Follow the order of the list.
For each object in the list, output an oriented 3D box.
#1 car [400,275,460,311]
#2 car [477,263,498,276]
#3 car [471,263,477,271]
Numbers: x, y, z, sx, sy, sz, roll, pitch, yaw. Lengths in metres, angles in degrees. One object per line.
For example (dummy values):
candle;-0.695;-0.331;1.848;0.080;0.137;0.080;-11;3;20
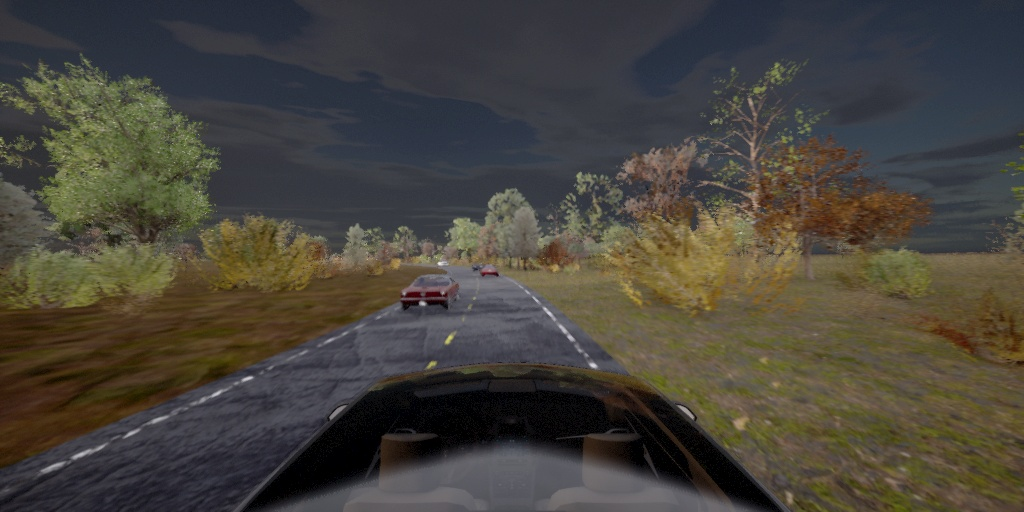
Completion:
car;-3.418;1.504;15.597;1.895;1.301;4.718;-1;0;-3
car;-2.808;1.662;43.099;1.994;1.385;4.181;-1;0;-8
car;-5.743;1.864;60.171;1.895;1.301;4.718;-1;0;-11
